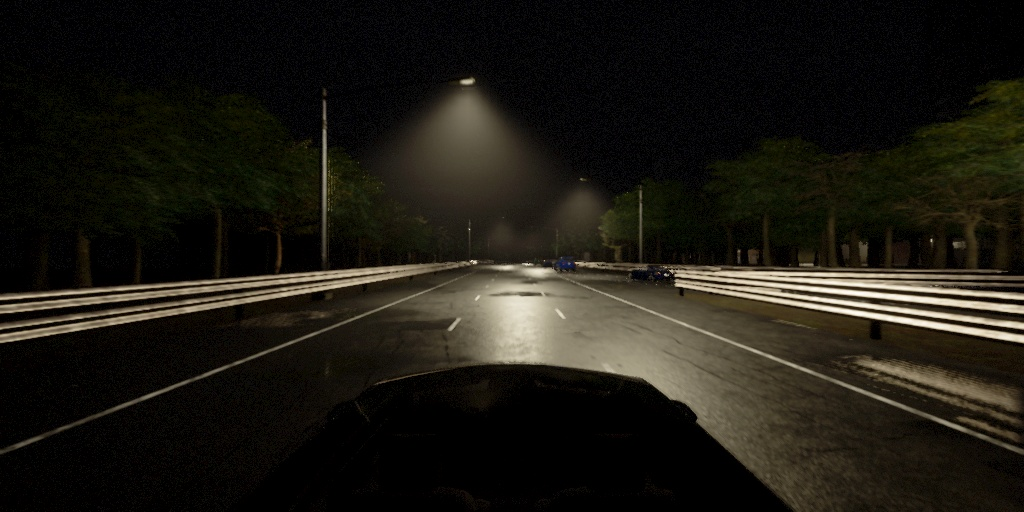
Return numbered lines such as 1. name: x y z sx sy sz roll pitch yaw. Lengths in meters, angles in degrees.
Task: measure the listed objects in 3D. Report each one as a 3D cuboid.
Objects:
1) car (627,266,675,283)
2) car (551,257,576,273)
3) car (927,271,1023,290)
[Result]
1. car: 11.647 1.492 30.317 1.994 1.385 4.181 0 0 -17
2. car: 7.469 1.192 50.897 2.150 2.045 5.566 0 0 -5
3. car: 18.615 1.234 13.408 1.994 1.385 4.181 0 -2 -28
